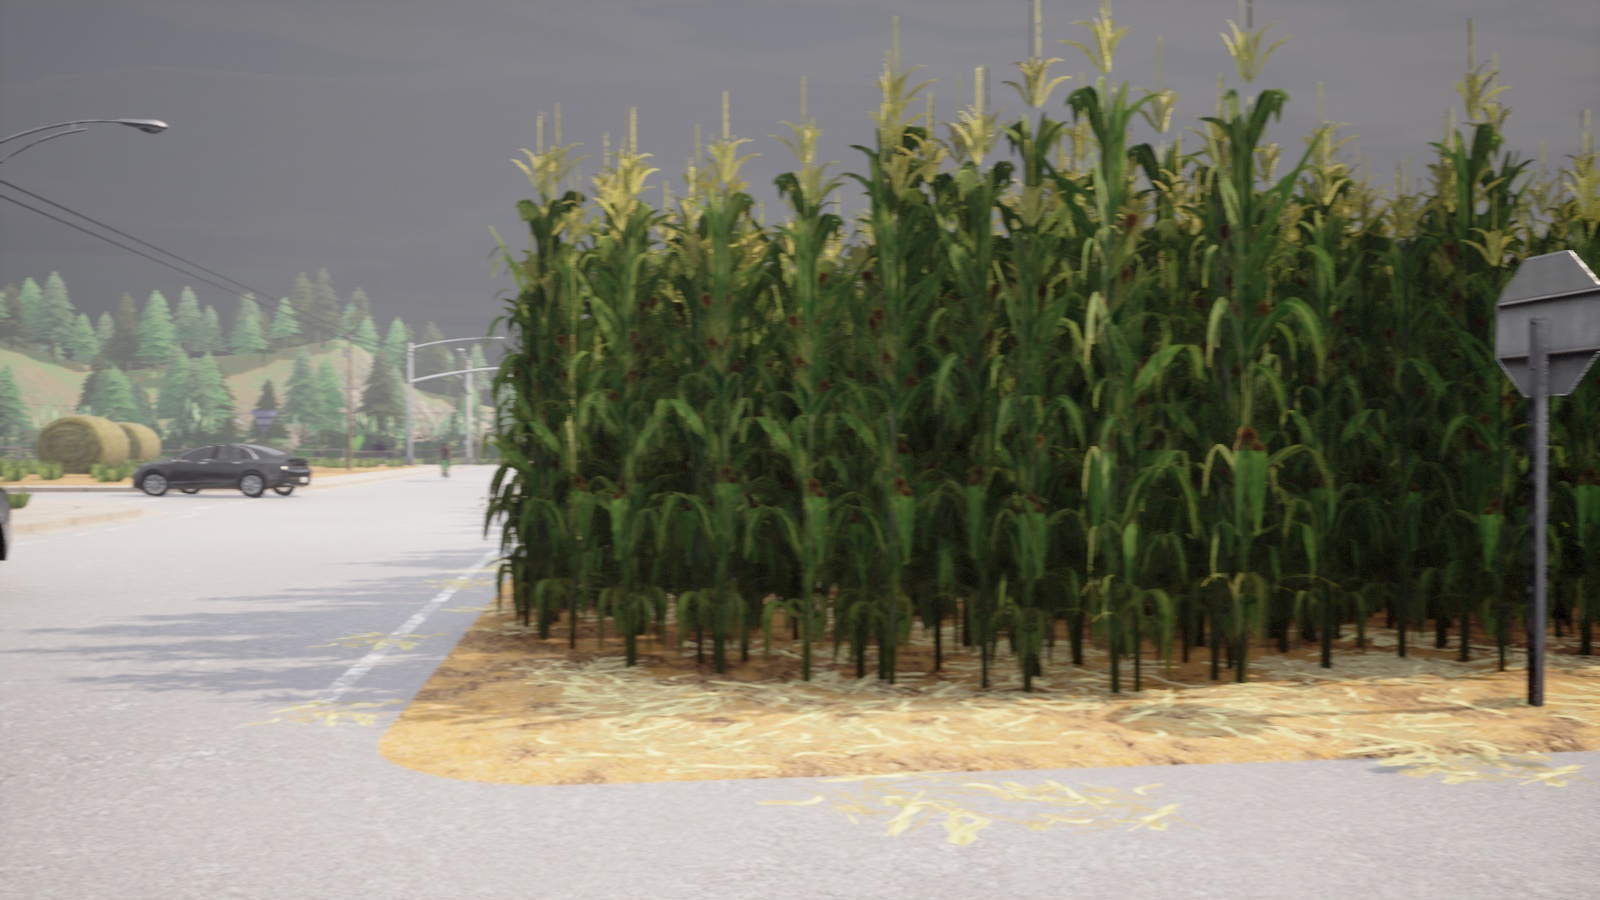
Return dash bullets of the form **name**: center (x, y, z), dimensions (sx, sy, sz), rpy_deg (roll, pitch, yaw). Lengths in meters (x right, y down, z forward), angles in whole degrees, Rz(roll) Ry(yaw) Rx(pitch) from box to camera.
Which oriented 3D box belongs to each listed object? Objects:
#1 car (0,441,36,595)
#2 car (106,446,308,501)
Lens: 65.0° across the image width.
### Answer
- **car**: center (-8.667, 0.673, 10.551), dimensions (2.128, 1.511, 4.902), rpy_deg (0, 0, -9)
- **car**: center (-16.628, 0.649, 35.337), dimensions (4.892, 1.490, 1.837), rpy_deg (0, 0, 6)
